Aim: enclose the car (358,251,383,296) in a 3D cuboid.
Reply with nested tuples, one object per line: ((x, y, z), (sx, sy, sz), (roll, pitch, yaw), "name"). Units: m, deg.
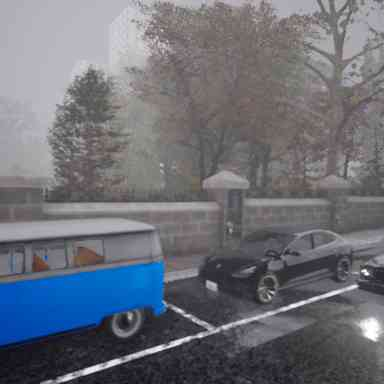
((5.951, 1.503, 7.577), (5.357, 1.411, 2.033), (0, 0, -35), "car")

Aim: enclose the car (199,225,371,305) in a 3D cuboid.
((2.186, 1.535, 8.054), (4.313, 1.339, 1.947), (0, 1, -35), "car")

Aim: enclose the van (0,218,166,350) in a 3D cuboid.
((-2.335, 1.337, 4.879), (3.998, 1.788, 1.690), (0, 1, -35), "van")
